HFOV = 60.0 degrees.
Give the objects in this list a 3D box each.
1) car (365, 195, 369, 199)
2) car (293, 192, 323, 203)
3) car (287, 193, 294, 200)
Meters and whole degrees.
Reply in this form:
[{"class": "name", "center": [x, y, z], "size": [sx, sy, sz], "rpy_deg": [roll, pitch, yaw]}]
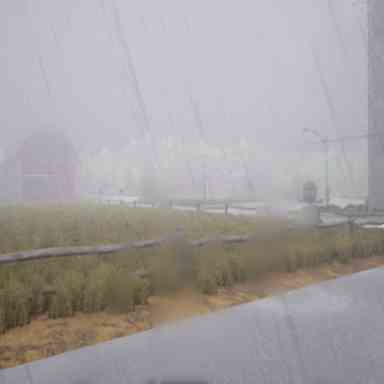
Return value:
[{"class": "car", "center": [41.012, 1.000, 74.477], "size": [1.905, 1.878, 3.866], "rpy_deg": [0, 0, -36]}, {"class": "car", "center": [21.452, 1.268, 60.217], "size": [2.242, 1.667, 4.611], "rpy_deg": [0, 0, -36]}, {"class": "car", "center": [24.969, 1.041, 79.184], "size": [1.932, 1.855, 4.605], "rpy_deg": [0, 0, -36]}]
